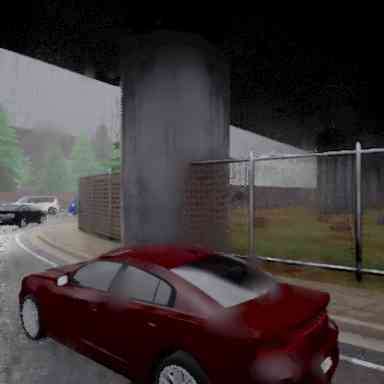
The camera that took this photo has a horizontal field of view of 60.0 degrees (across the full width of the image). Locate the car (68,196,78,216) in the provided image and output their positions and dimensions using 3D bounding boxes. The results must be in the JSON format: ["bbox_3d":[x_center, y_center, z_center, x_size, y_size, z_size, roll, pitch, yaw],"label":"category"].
[{"bbox_3d":[-9.980,1.391,34.310,2.150,2.045,5.566,0,0,34],"label":"car"}]

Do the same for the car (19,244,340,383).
[{"bbox_3d":[-0.629,1.499,4.746,5.008,1.535,1.882,-1,0,39],"label":"car"}]

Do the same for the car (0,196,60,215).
[{"bbox_3d":[-15.529,1.394,32.259,2.150,2.045,5.566,-1,0,30],"label":"car"}]

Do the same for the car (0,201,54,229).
[{"bbox_3d":[-11.611,1.614,22.554,2.128,1.511,4.902,-1,0,-1],"label":"car"}]
